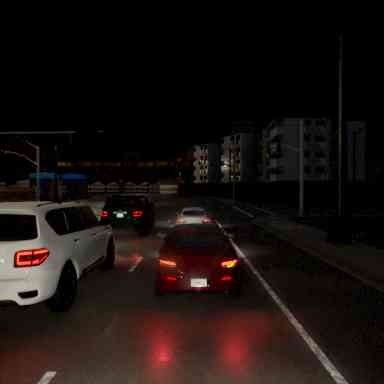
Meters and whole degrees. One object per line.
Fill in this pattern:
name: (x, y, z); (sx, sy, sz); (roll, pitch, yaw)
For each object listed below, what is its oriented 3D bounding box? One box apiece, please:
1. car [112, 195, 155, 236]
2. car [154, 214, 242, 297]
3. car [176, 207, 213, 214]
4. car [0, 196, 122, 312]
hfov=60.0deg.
car: (-3.351, 1.179, 18.200); (2.150, 2.045, 5.566); (0, 0, 0)
car: (0.120, 1.521, 8.484); (1.812, 1.442, 4.674); (0, 0, 0)
car: (0.115, 1.490, 17.571); (1.812, 1.442, 4.674); (0, 0, 1)
car: (-3.383, 1.217, 7.841); (2.150, 2.045, 5.566); (0, 0, 0)
